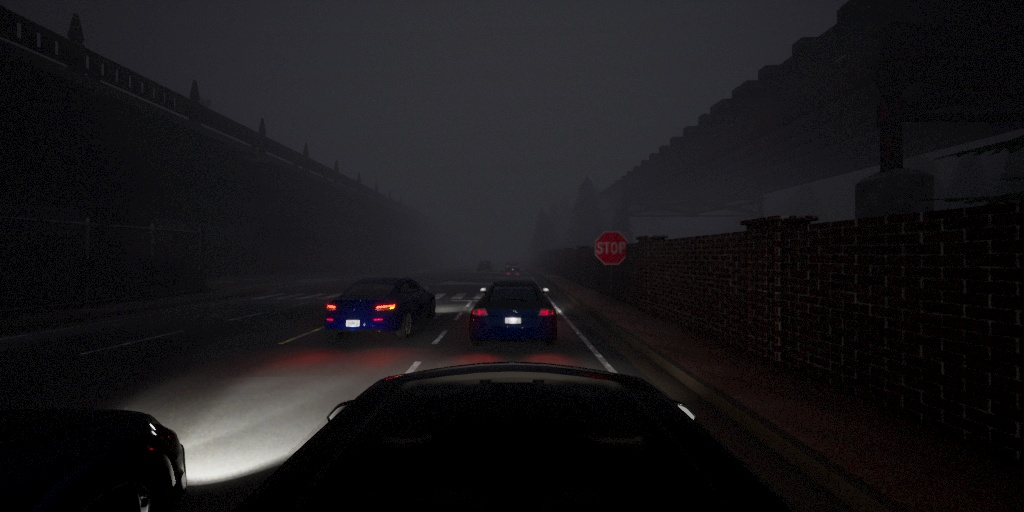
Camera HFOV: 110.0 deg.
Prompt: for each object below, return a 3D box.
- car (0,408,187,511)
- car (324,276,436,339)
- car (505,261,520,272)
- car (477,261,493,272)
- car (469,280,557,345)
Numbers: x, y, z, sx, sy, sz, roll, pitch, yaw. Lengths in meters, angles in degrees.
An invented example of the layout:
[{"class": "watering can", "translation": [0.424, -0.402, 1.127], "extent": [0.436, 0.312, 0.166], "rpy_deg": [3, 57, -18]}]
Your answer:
[{"class": "car", "translation": [-3.399, 1.314, 0.897], "extent": [1.994, 1.385, 4.181], "rpy_deg": [0, 0, 0]}, {"class": "car", "translation": [-3.420, 1.276, 9.993], "extent": [1.812, 1.442, 4.674], "rpy_deg": [0, 0, 0]}, {"class": "car", "translation": [0.064, 1.351, 46.248], "extent": [1.895, 1.301, 4.718], "rpy_deg": [0, 0, -1]}, {"class": "car", "translation": [-3.431, 1.297, 46.042], "extent": [2.033, 1.411, 5.357], "rpy_deg": [0, 0, -1]}, {"class": "car", "translation": [0.062, 1.314, 9.473], "extent": [1.994, 1.385, 4.181], "rpy_deg": [0, 0, 1]}]
